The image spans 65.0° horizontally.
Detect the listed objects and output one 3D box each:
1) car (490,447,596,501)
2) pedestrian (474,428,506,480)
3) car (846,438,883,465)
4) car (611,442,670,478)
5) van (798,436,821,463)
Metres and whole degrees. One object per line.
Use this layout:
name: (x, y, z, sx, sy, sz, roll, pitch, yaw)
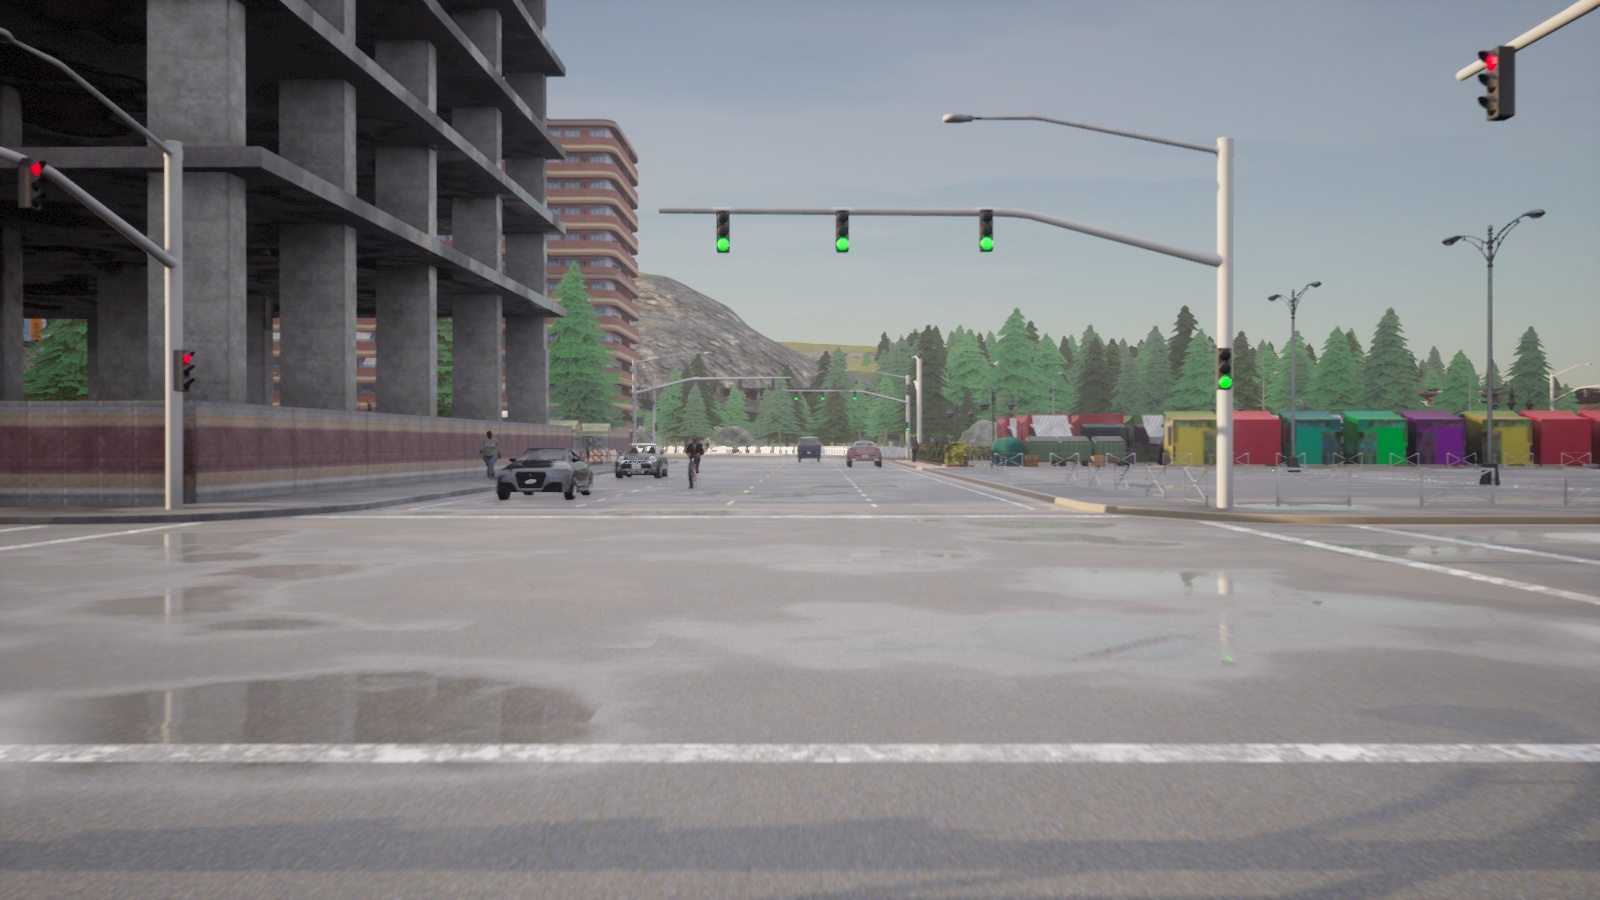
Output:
car: (-6.936, 0.612, 34.357, 1.994, 1.385, 4.181, 0, 0, 1)
pedestrian: (-11.258, 0.133, 45.667, 0.874, 1.855, 0.900, 0, 0, 5)
car: (4.046, 0.081, 79.399, 2.152, 1.651, 5.027, 0, 0, 1)
car: (-6.731, 0.406, 53.384, 1.970, 1.475, 3.806, 0, 0, 1)
van: (0.731, -0.019, 96.805, 1.775, 1.987, 4.442, 0, -1, 1)
